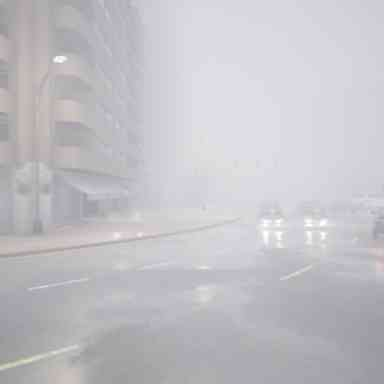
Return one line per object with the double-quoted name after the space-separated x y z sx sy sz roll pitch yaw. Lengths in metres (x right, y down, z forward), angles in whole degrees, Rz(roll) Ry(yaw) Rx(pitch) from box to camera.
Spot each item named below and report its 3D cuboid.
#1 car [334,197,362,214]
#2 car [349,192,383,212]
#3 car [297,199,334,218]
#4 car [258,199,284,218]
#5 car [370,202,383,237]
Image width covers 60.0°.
14.482 1.438 32.750 1.895 1.301 4.718 0 0 5 "car"
18.446 1.026 35.677 2.150 2.045 5.566 0 0 0 "car"
10.351 1.360 28.963 2.128 1.511 4.902 0 0 9 "car"
6.785 1.377 28.756 2.128 1.511 4.902 0 0 10 "car"
10.070 1.431 16.638 1.812 1.442 4.674 0 0 28 "car"
